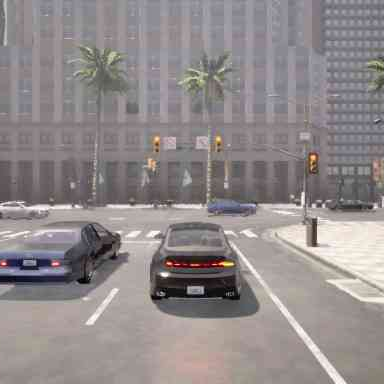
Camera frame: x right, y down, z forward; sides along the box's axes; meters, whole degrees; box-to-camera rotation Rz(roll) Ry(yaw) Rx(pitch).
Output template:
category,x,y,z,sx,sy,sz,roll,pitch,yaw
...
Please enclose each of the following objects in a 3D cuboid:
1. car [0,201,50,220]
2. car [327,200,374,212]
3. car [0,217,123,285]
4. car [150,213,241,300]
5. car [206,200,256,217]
category,x,y,z,sx,sy,sz,roll,pitch,yaw
car,-14.339,1.525,27.813,4.674,1.442,1.812,0,0,0
car,18.217,1.601,38.437,4.718,1.301,1.895,0,0,0
car,-3.422,1.547,9.553,2.033,1.411,5.357,0,0,0
car,0.075,1.505,8.359,1.837,1.490,4.892,0,0,0
car,3.685,1.526,31.280,4.674,1.442,1.812,0,0,0
